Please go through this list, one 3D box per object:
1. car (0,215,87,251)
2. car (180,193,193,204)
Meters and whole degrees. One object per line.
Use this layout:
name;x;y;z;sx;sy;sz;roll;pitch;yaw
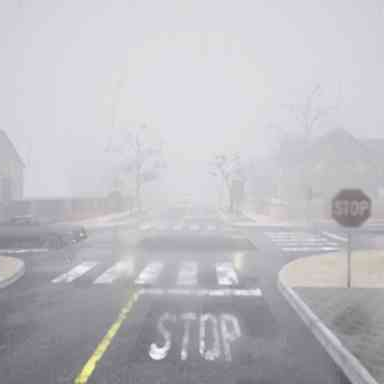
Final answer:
car;-6.660;1.665;14.057;4.181;1.385;1.994;-2;1;2
car;-0.975;1.208;63.236;2.150;2.045;5.566;0;0;2
